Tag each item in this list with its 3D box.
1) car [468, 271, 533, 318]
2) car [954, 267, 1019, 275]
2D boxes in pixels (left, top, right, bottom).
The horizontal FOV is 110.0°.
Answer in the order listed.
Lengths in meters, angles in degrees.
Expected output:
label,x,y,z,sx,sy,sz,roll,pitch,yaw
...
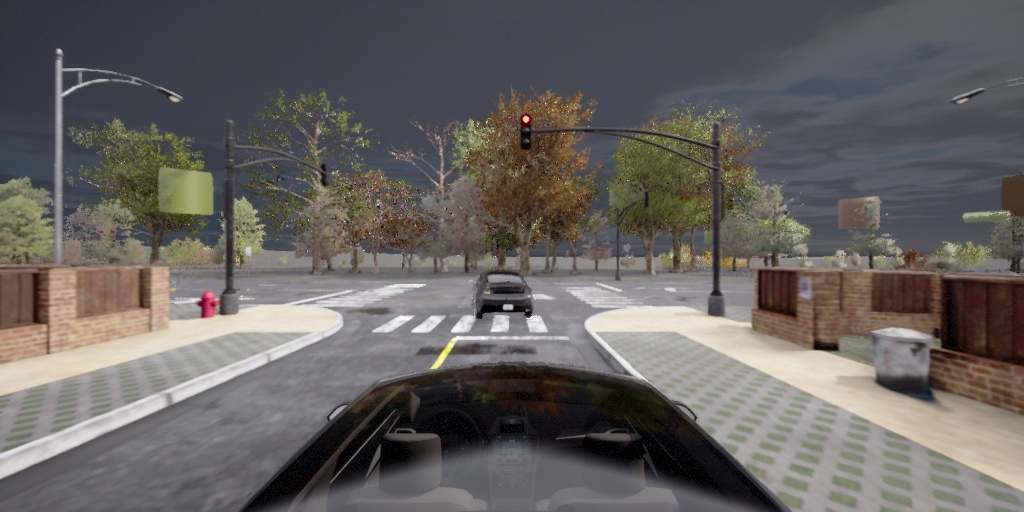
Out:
label,x,y,z,sx,sy,sz,roll,pitch,yaw
car,-0.497,1.265,13.141,1.837,1.490,4.892,1,0,-9
car,33.621,1.457,25.794,4.181,1.385,1.994,0,0,0
